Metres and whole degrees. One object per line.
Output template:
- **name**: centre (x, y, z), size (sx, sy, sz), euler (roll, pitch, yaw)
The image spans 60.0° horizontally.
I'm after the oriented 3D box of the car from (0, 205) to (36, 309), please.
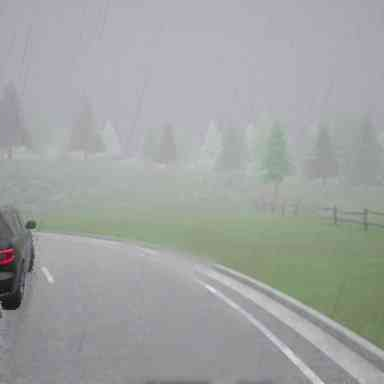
- **car**: centre (-5.003, 1.305, 7.722), size (2.150, 2.045, 5.566), euler (1, -1, -23)
